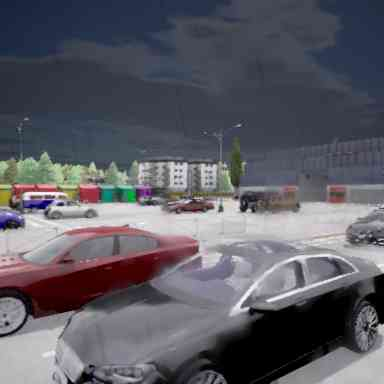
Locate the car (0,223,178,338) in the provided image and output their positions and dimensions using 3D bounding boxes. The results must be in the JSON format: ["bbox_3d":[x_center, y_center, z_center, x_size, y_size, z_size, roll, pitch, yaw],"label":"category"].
[{"bbox_3d":[-2.088,1.474,6.793,5.008,1.535,1.882,-1,0,-35],"label":"car"}]

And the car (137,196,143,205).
[{"bbox_3d":[-6.494,1.353,52.006,3.806,1.475,1.970,0,0,-35],"label":"car"}]

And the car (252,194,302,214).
[{"bbox_3d":[8.166,1.111,31.247,4.605,1.855,1.932,0,0,-35],"label":"car"}]

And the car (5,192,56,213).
[{"bbox_3d":[-19.118,1.141,39.497,4.605,1.855,1.932,0,0,-35],"label":"car"}]

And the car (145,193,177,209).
[{"bbox_3d":[-4.830,1.113,49.636,3.866,1.878,1.905,0,0,-35],"label":"car"}]

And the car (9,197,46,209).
[{"bbox_3d":[-20.739,1.352,41.898,3.905,1.438,1.784,0,0,-35],"label":"car"}]

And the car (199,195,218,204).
[{"bbox_3d":[4.160,1.471,75.435,1.994,1.385,4.181,0,0,-34],"label":"car"}]

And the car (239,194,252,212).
[{"bbox_3d":[6.538,1.113,33.641,3.866,1.878,1.905,0,0,-35],"label":"car"}]

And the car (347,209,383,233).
[{"bbox_3d":[8.524,1.480,14.247,4.892,1.490,1.837,0,0,-35],"label":"car"}]

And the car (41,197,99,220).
[{"bbox_3d":[-9.282,1.383,25.757,3.806,1.475,1.970,0,0,-35],"label":"car"}]

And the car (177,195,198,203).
[{"bbox_3d":[-1.319,1.396,83.611,1.882,1.535,5.008,0,0,-34],"label":"car"}]

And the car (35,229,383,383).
[{"bbox_3d":[0.772,1.486,4.531,4.902,1.511,2.128,0,0,-35],"label":"car"}]
